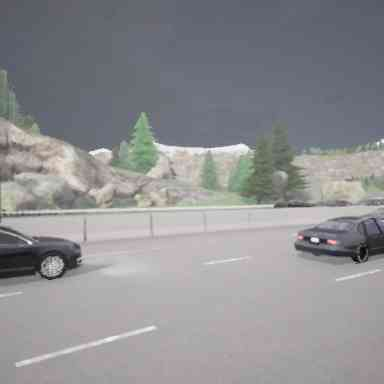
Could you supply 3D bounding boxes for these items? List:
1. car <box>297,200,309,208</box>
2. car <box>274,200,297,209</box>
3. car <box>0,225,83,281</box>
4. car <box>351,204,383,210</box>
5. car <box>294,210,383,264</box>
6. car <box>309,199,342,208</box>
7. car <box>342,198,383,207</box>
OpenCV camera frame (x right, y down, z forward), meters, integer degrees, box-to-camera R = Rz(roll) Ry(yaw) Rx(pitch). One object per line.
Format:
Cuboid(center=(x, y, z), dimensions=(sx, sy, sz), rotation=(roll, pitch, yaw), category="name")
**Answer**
Cuboid(center=(15.617, 1.701, 40.680), dimensions=(4.718, 1.301, 1.895), rotation=(0, 0, -23), category="car")
Cuboid(center=(13.061, 1.718, 43.384), dimensions=(4.718, 1.301, 1.895), rotation=(0, 0, -23), category="car")
Cuboid(center=(-5.305, 1.550, 8.424), dimensions=(4.892, 1.490, 1.837), rotation=(0, 0, -36), category="car")
Cuboid(center=(12.064, 1.583, 19.389), dimensions=(5.357, 1.411, 2.033), rotation=(0, 0, -28), category="car")
Cuboid(center=(6.061, 1.574, 11.933), dimensions=(5.357, 1.411, 2.033), rotation=(0, 0, -32), category="car")
Cuboid(center=(15.824, 1.595, 36.952), dimensions=(4.892, 1.490, 1.837), rotation=(0, 0, -23), category="car")
Cuboid(center=(18.159, 1.420, 34.153), dimensions=(4.553, 1.767, 2.097), rotation=(0, 0, -23), category="car")
